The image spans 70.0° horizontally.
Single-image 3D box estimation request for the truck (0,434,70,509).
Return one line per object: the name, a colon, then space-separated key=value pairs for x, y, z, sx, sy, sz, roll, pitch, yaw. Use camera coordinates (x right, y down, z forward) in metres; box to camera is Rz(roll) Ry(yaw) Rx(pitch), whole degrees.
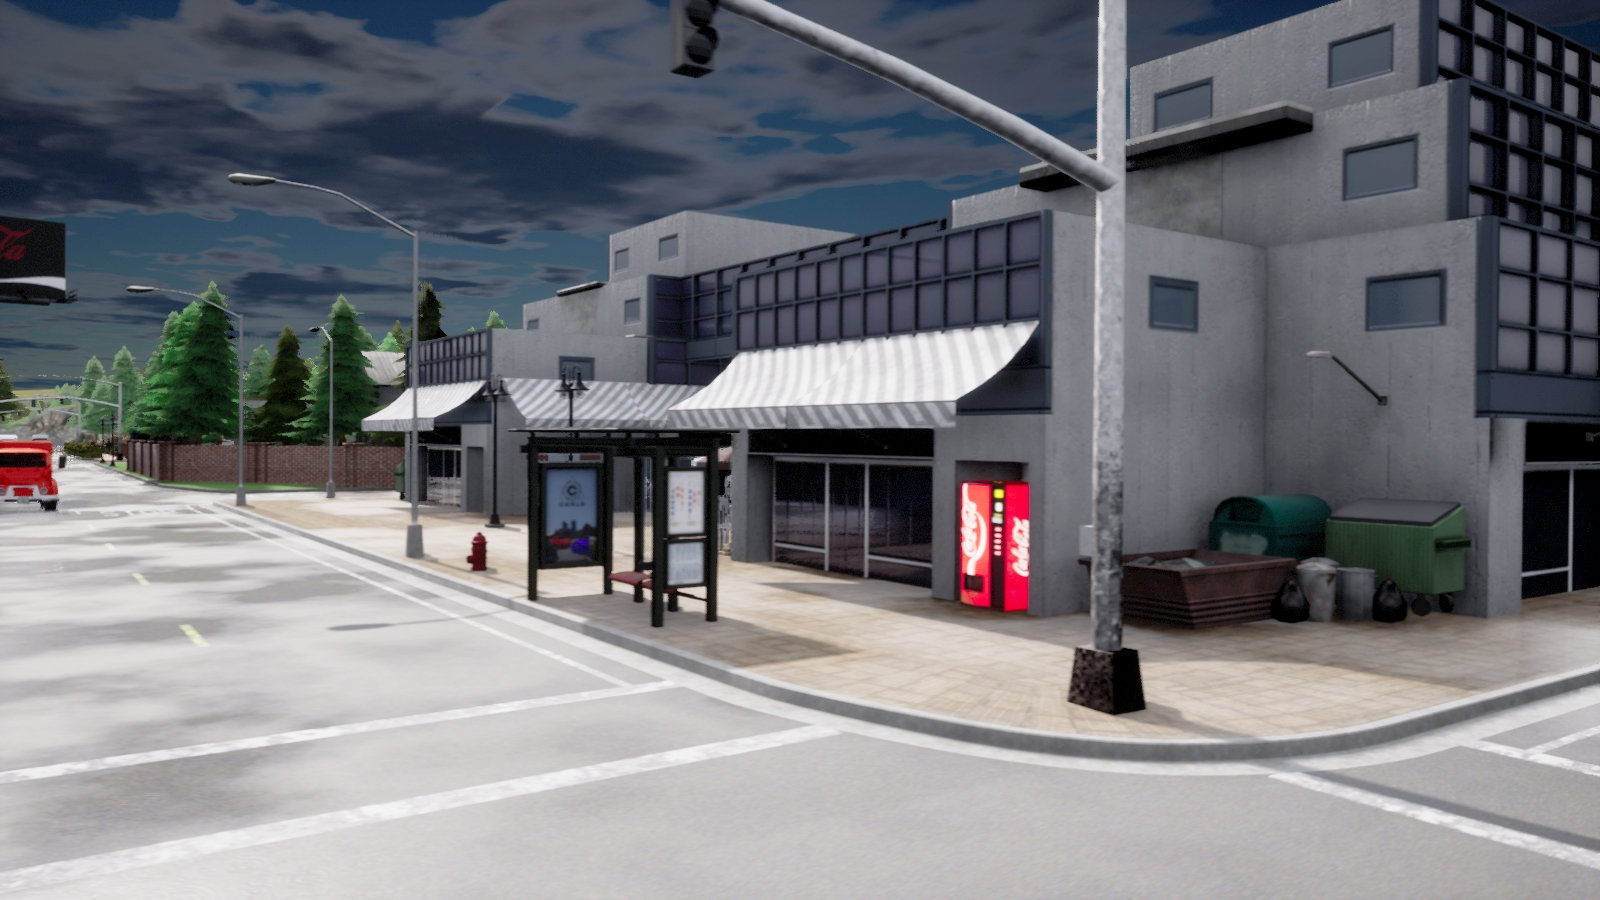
truck: x=-27.440 y=0.809 z=39.917 sx=2.627 sy=2.467 sz=5.204 roll=0 pitch=-2 yaw=-40
